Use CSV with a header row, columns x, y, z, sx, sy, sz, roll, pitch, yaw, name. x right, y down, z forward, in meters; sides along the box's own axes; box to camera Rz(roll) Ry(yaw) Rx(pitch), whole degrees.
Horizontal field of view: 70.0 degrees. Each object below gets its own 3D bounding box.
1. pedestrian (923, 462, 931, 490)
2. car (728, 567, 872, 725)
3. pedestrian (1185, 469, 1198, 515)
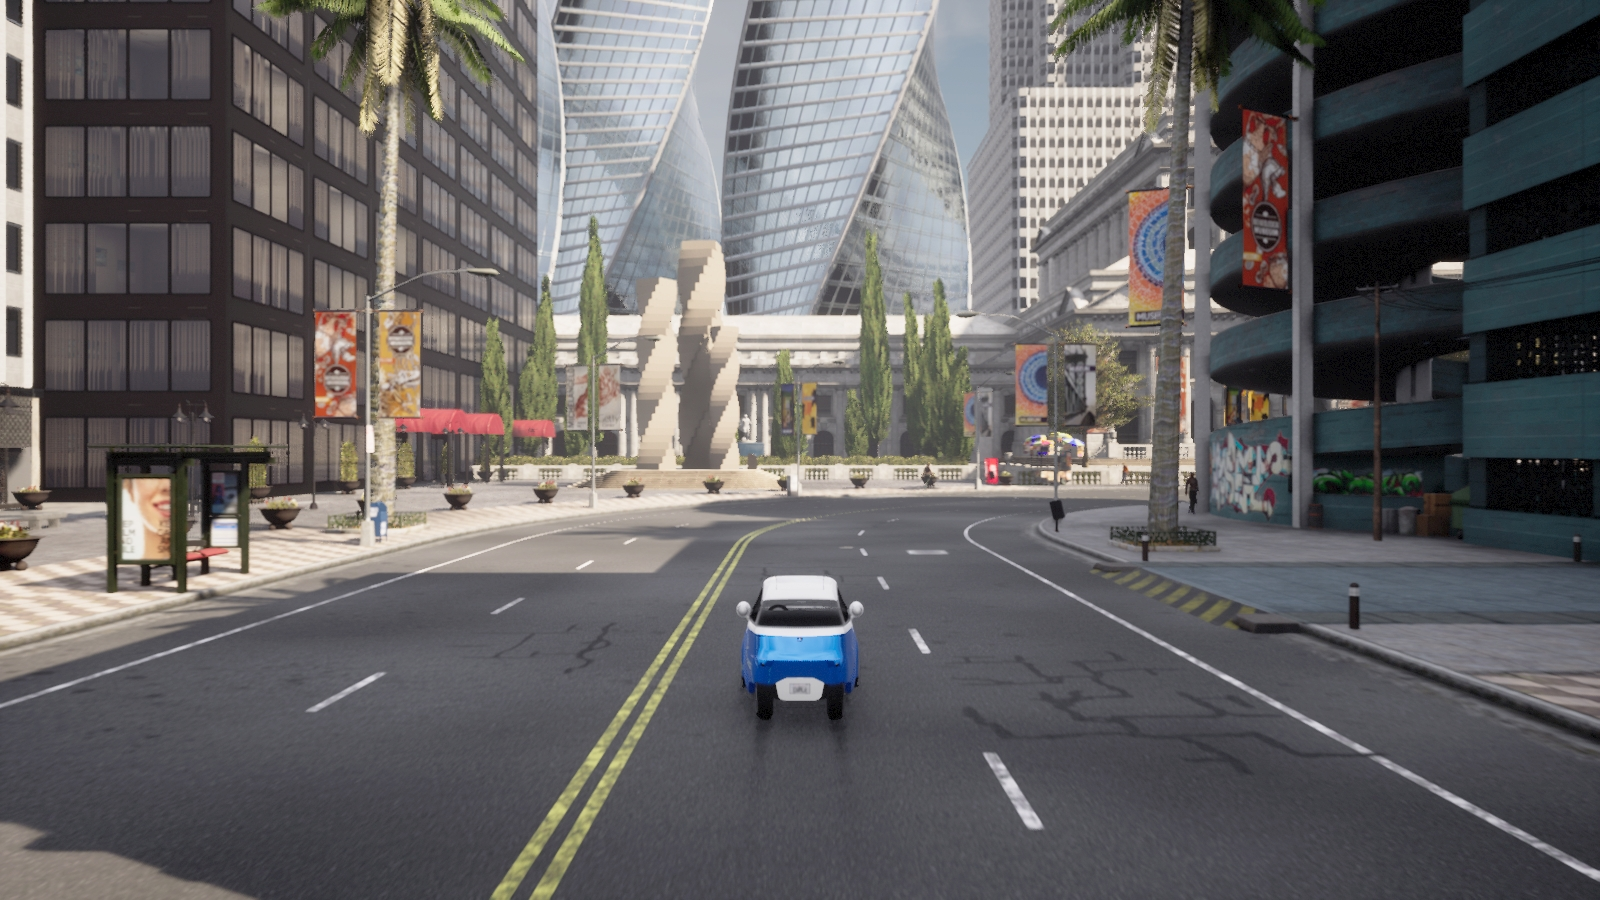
x,y,z,sx,sy,sz,roll,pitch,yaw,name
8.272,1.696,74.526,0.375,1.860,0.375,0,0,-40,pedestrian
0.000,2.120,12.810,1.481,1.376,2.207,0,0,0,car
15.899,1.696,46.412,0.375,1.860,0.375,0,0,-2,pedestrian
